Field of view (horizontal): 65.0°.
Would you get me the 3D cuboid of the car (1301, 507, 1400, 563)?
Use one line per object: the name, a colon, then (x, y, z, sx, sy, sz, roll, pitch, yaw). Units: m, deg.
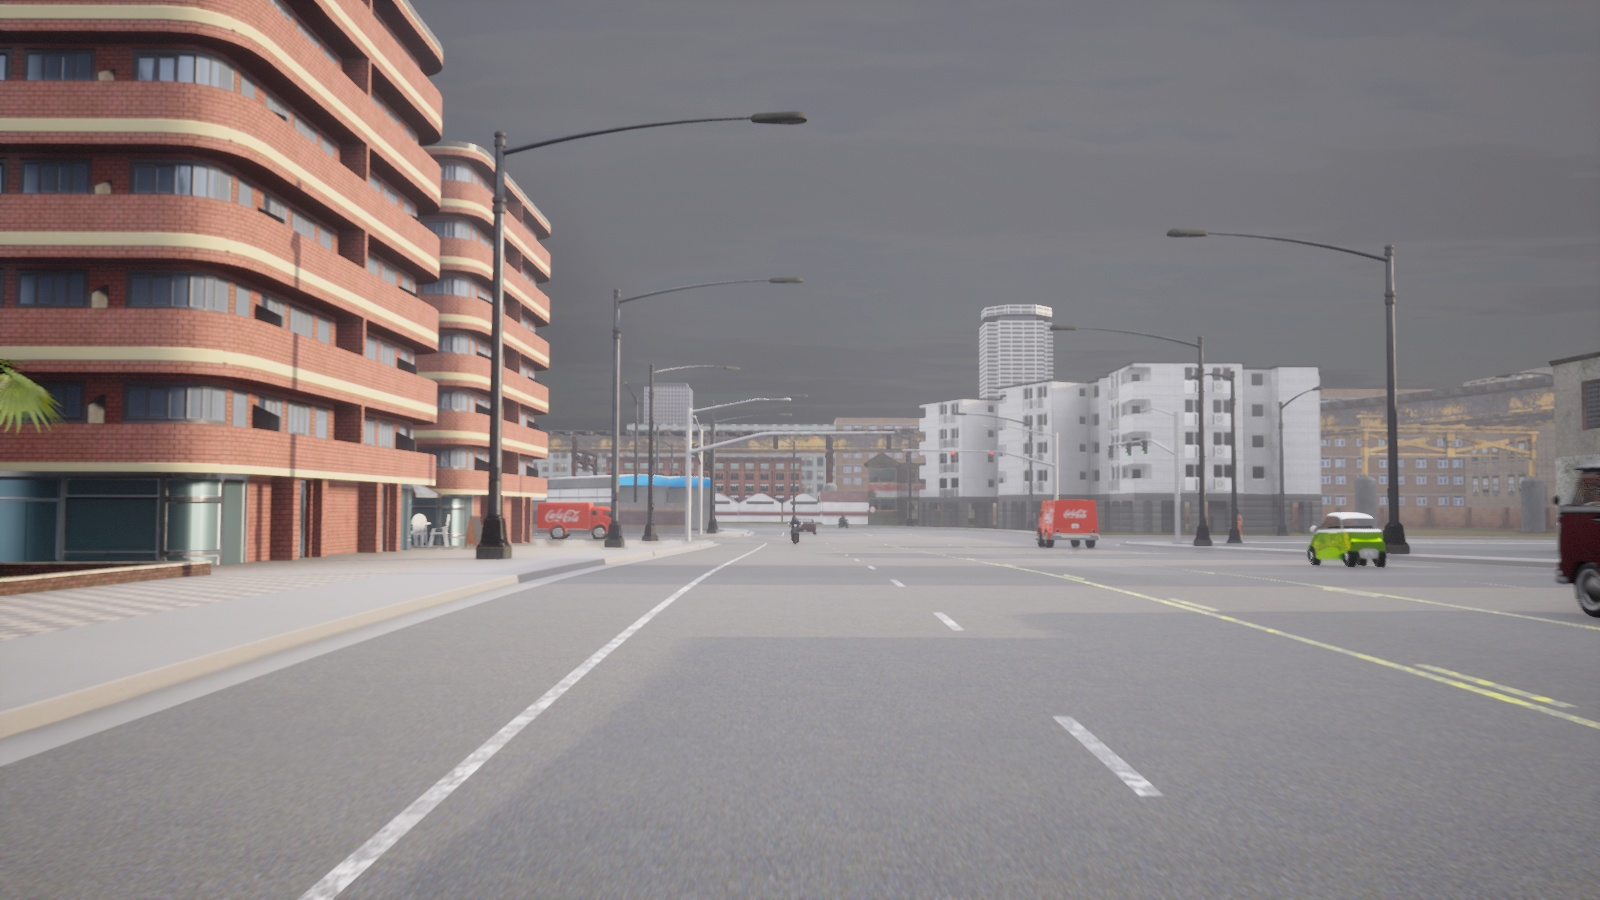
car: (13.927, 2.149, 31.873, 1.481, 1.376, 2.207, 0, -3, 0)

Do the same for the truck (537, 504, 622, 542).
truck: (-14.496, 4.806, 82.836, 5.204, 2.467, 2.627, 0, -3, -1)

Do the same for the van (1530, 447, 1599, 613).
van: (10.465, 0.926, 14.204, 1.775, 1.987, 4.442, 0, -2, 0)

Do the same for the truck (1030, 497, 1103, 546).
truck: (13.858, 3.756, 65.707, 2.627, 2.467, 5.204, 0, -3, 0)
